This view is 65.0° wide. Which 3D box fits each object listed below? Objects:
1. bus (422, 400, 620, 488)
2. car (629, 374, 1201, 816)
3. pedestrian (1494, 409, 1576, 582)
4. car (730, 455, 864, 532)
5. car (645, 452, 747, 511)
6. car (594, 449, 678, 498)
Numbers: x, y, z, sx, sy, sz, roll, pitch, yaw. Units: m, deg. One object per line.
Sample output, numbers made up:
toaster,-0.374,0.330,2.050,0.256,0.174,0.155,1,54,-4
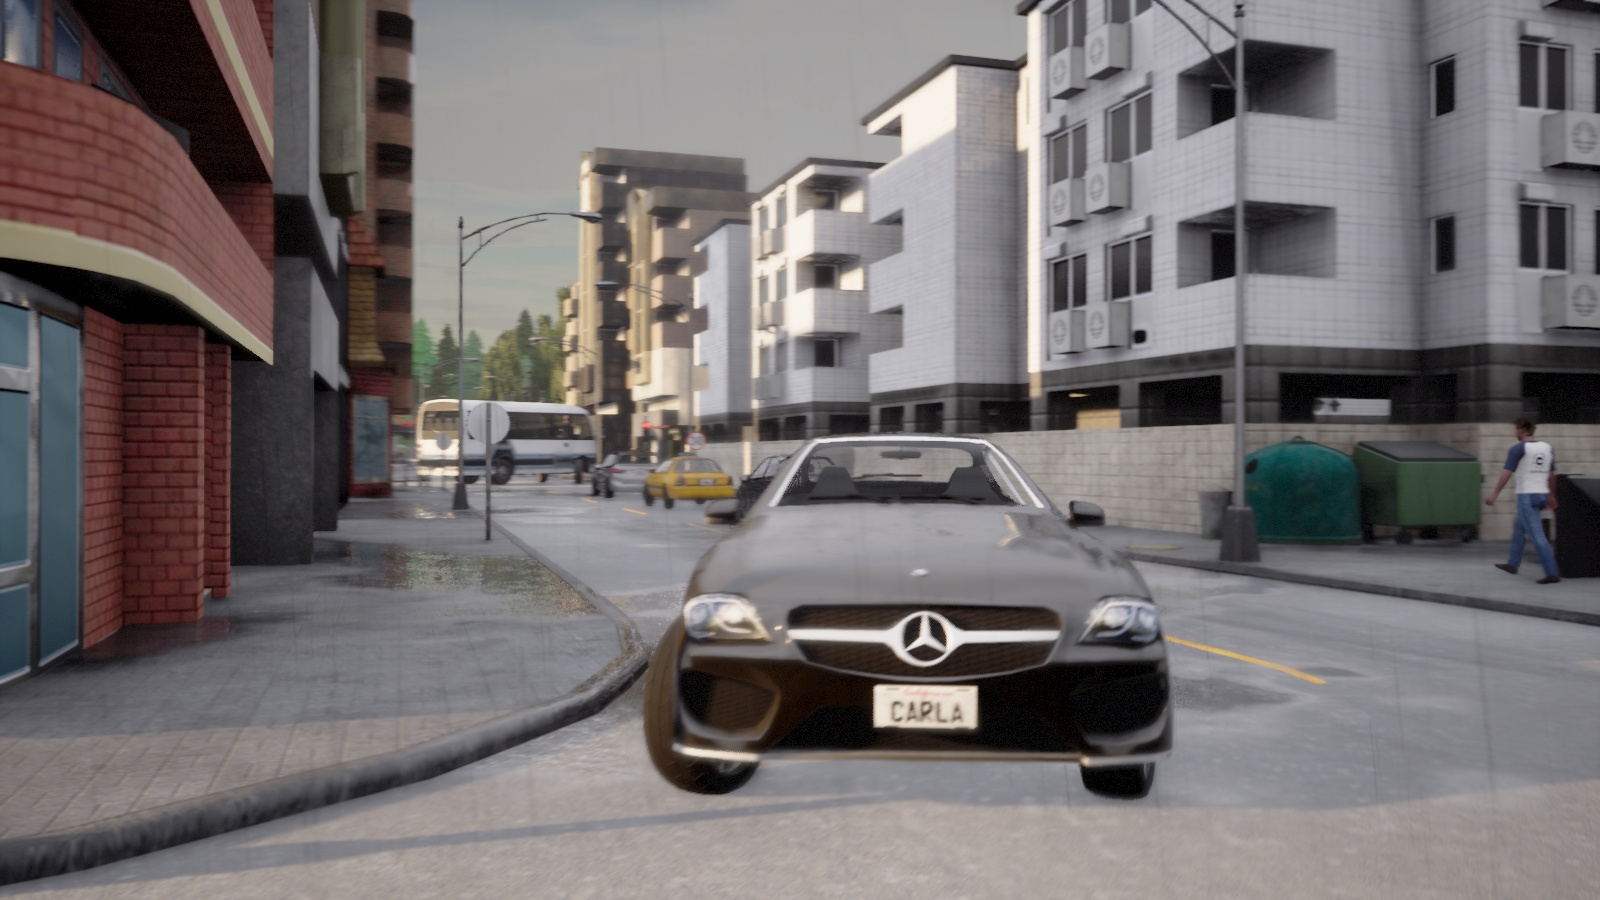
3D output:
bus,-14.308,-0.313,65.605,3.944,4.253,10.273,0,0,32
car,0.550,0.552,7.260,2.152,1.651,5.027,0,0,3
pedestrian,8.001,0.483,13.689,0.354,1.836,0.706,0,0,-17
car,-0.137,0.871,26.664,1.845,1.501,3.633,0,0,-17
car,-3.082,0.846,36.027,1.801,1.575,5.366,0,0,-17
car,-5.980,0.801,45.285,2.242,1.667,4.611,0,0,-18
